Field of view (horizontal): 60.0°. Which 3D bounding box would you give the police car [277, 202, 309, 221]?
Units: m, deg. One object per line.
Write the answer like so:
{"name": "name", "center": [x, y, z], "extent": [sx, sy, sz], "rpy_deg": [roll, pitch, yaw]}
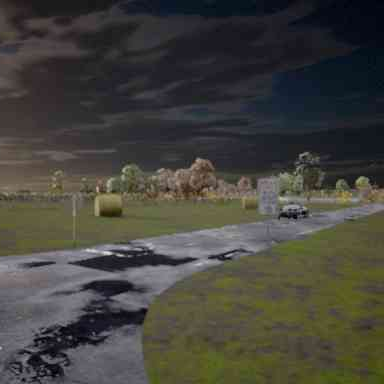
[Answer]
{"name": "police car", "center": [9.596, 1.806, 31.524], "extent": [1.930, 1.638, 5.238], "rpy_deg": [-1, -1, 35]}
